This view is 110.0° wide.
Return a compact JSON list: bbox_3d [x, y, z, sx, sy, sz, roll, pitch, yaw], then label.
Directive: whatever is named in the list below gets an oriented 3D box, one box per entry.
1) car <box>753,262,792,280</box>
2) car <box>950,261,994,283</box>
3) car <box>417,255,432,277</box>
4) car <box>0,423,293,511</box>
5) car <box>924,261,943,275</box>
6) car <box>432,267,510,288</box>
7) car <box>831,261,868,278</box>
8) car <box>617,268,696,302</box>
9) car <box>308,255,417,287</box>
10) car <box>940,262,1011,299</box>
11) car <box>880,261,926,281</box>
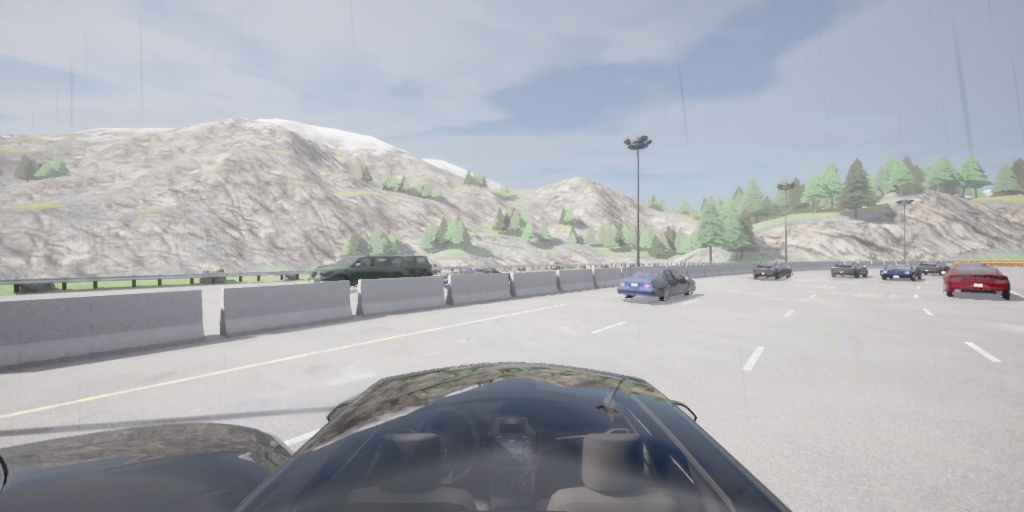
[{"bbox_3d":[22.752,1.239,31.255,4.902,1.511,2.128,0,0,-38],"label":"car"},{"bbox_3d":[36.191,1.225,28.178,5.008,1.535,1.882,0,0,-35],"label":"car"},{"bbox_3d":[-8.523,0.969,26.358,2.150,2.045,5.566,0,0,43],"label":"car"},{"bbox_3d":[-2.982,1.255,0.515,4.892,1.490,1.837,0,0,-45],"label":"car"},{"bbox_3d":[43.305,1.238,36.857,4.902,1.511,2.128,0,0,-31],"label":"car"},{"bbox_3d":[-2.350,1.349,22.724,1.895,1.301,4.718,0,0,43],"label":"car"},{"bbox_3d":[31.368,1.239,33.332,4.902,1.511,2.128,0,0,-35],"label":"car"},{"bbox_3d":[7.052,1.295,17.248,2.033,1.411,5.357,0,0,45],"label":"car"},{"bbox_3d":[-8.694,0.969,20.931,2.150,2.045,5.566,0,0,41],"label":"car"},{"bbox_3d":[23.465,1.226,18.239,5.008,1.535,1.882,0,0,-41],"label":"car"},{"bbox_3d":[32.302,1.348,29.723,4.718,1.301,1.895,0,0,-35],"label":"car"}]
